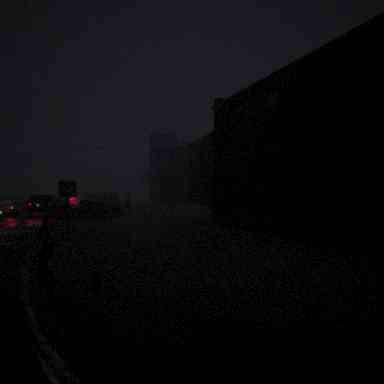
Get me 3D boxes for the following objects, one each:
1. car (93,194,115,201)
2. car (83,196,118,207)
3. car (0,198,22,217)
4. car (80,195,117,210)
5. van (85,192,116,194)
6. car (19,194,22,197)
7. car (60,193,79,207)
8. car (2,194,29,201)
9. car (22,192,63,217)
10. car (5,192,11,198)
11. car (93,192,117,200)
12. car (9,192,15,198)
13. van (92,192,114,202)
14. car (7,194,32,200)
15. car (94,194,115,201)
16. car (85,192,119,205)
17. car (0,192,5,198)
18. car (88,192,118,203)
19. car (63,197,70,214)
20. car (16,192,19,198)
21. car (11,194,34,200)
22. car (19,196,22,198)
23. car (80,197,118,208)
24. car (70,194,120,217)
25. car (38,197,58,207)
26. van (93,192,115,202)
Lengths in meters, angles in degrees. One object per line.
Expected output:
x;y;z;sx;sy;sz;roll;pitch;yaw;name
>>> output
-20.033;1.306;76.124;4.792;1.488;2.163;0;0;-14;car
-13.500;1.436;49.113;4.892;1.521;2.231;0;0;-14;car
-17.063;1.542;31.177;1.812;1.442;4.674;0;0;-13;car
-12.175;1.349;43.714;4.553;1.767;2.185;0;0;-14;car
-11.047;1.281;38.394;4.442;1.987;1.878;0;0;-14;van
-39.350;1.228;70.264;4.892;1.521;2.231;0;0;-14;car
-19.002;1.134;51.829;2.150;2.045;5.566;0;0;-14;car
-41.477;1.200;78.261;5.366;1.575;1.946;0;0;-14;car
-14.148;1.247;31.856;2.150;2.045;5.566;0;0;-13;car
-37.410;1.261;62.225;4.892;1.521;2.231;0;0;-14;car
-21.330;1.007;81.529;5.566;2.045;2.435;0;0;-14;car
-38.057;1.249;64.905;4.892;1.521;2.231;0;0;-14;car
-18.167;1.087;67.998;4.442;1.987;1.878;0;0;-14;van
-41.937;1.199;80.985;4.892;1.521;2.231;0;0;-14;car
-20.660;1.269;78.831;4.892;1.521;2.231;0;0;-14;car
-15.511;1.126;57.331;5.566;2.045;2.435;0;0;-14;car
-36.738;1.147;59.550;4.553;1.767;2.185;0;0;-14;car
-17.376;1.077;65.329;5.566;2.045;2.435;0;0;-14;car
-16.555;1.476;41.829;2.128;1.511;4.902;0;0;-13;car
-38.703;1.238;67.585;4.892;1.521;2.231;0;0;-14;car
-42.619;1.223;83.658;4.792;1.488;2.163;0;0;-14;car
-19.400;1.482;40.841;1.837;1.490;4.892;0;0;-14;car
-12.890;1.454;46.529;5.008;1.535;2.097;0;0;-14;car
-10.224;1.391;35.601;4.553;1.767;2.185;0;0;-14;car
-21.726;1.509;50.319;1.895;1.301;4.718;0;0;-14;car
-18.590;1.075;70.753;4.442;1.987;1.878;0;0;-14;van
